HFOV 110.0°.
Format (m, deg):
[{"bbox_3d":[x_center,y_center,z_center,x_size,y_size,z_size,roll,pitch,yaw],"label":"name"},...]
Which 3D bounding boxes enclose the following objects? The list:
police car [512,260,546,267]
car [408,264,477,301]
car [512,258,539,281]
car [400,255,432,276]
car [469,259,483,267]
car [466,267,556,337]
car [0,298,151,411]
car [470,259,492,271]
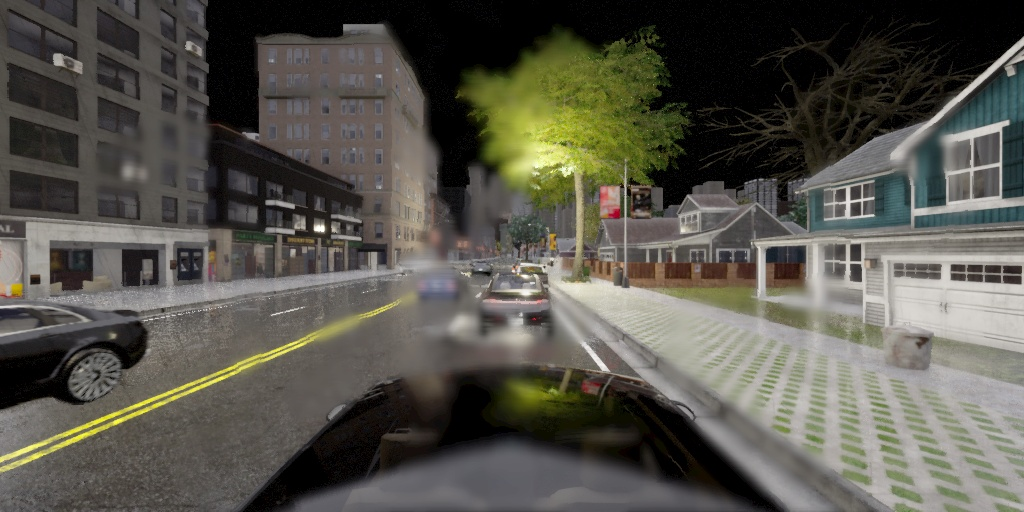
[{"bbox_3d":[1.025,1.165,20.520,1.930,1.638,5.238,0,0,0],"label":"police car"},{"bbox_3d":[-3.103,1.290,17.231,2.033,1.411,5.357,0,0,0],"label":"car"},{"bbox_3d":[1.051,1.082,30.380,2.097,1.767,4.553,0,0,0],"label":"car"},{"bbox_3d":[-9.757,0.946,36.885,2.150,2.045,5.566,0,0,0],"label":"car"},{"bbox_3d":[-6.373,1.224,63.850,1.812,1.442,4.674,0,0,1],"label":"car"},{"bbox_3d":[0.121,1.239,10.270,2.128,1.511,4.902,0,0,0],"label":"car"},{"bbox_3d":[-6.596,1.241,3.515,2.128,1.511,4.902,0,0,0],"label":"car"},{"bbox_3d":[-3.055,1.287,37.090,1.994,1.385,4.181,0,0,0],"label":"car"}]
